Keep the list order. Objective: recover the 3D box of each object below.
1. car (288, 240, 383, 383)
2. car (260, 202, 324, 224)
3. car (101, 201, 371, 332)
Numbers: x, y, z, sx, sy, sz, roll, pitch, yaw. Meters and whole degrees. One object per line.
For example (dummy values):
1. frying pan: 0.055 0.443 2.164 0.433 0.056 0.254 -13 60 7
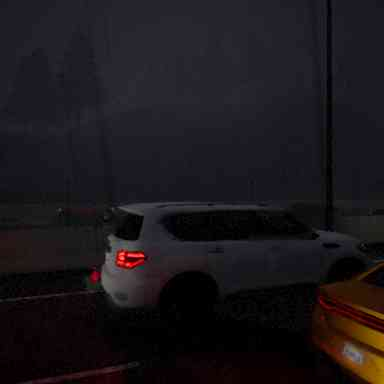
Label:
1. car: 3.919 1.478 4.248 5.008 1.535 1.882 0 0 -21
2. car: 7.603 1.528 25.194 4.674 1.442 1.812 0 0 -26
3. car: 1.011 1.221 6.847 5.566 2.045 2.150 0 0 -21
